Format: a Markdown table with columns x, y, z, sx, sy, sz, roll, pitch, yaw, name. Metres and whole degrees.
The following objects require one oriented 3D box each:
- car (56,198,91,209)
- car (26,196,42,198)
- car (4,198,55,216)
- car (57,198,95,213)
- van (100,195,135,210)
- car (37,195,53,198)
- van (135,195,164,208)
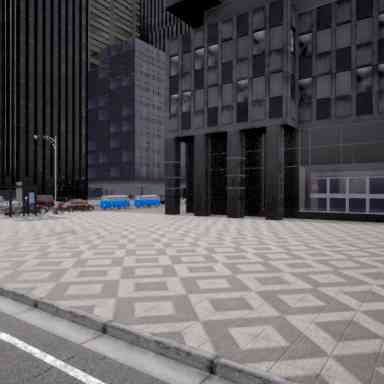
| x | y | z | sx | sy | sz | roll | pitch | yaw | name |
| --- | --- | --- | --- | --- | --- | --- | --- | --- | --- |
| -16.367 | 1.547 | 46.115 | 1.802 | 1.307 | 4.206 | 0 | 0 | 35 | car |
| -19.740 | 1.484 | 36.783 | 1.837 | 1.490 | 4.892 | 0 | 0 | 35 | car |
| -16.004 | 1.548 | 31.922 | 2.008 | 1.369 | 4.403 | 0 | 0 | 35 | car |
| -12.712 | 1.575 | 36.548 | 1.802 | 1.307 | 4.206 | 0 | 0 | 35 | car |
| -9.420 | 1.331 | 41.174 | 1.690 | 1.788 | 3.998 | 0 | 0 | 35 | van |
| -19.658 | 1.284 | 41.488 | 2.192 | 1.841 | 5.009 | 0 | 0 | 35 | car |
| -6.129 | 1.329 | 45.799 | 1.690 | 1.788 | 3.998 | 0 | 0 | 35 | van |
